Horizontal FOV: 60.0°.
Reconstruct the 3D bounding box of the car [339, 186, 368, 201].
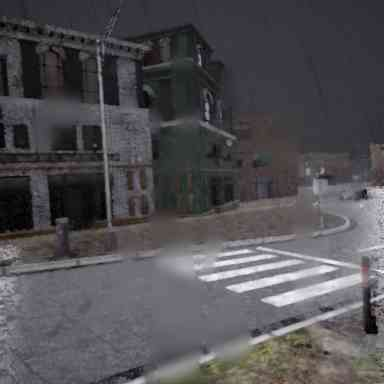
[{"bbox_3d":[17.954,0.153,36.979,2.128,1.511,4.902,-1,3,44],"label":"car"}]
